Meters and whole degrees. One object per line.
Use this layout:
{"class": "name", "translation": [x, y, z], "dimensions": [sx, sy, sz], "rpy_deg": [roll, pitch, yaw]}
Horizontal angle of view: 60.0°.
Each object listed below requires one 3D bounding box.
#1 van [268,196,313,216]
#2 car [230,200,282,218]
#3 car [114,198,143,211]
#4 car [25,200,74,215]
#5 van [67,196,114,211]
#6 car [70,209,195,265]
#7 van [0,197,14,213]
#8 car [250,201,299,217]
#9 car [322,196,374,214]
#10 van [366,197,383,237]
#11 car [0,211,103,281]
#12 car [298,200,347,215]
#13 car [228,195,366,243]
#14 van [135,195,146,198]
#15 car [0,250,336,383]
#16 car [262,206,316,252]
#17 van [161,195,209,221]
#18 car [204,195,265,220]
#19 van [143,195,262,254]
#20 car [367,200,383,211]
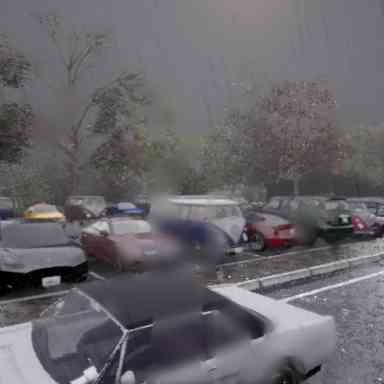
{"class": "van", "translation": [10.516, 1.482, 35.935], "dimensions": [1.878, 1.987, 4.442], "rpy_deg": [1, -1, -35]}
{"class": "car", "translation": [6.174, 1.630, 32.692], "dimensions": [2.097, 1.535, 5.008], "rpy_deg": [1, -1, -35]}
{"class": "car", "translation": [-5.096, 1.459, 24.676], "dimensions": [2.097, 1.535, 5.008], "rpy_deg": [0, 0, -35]}
{"class": "car", "translation": [-9.497, 1.466, 21.309], "dimensions": [1.946, 1.575, 5.366], "rpy_deg": [0, 0, -35]}
{"class": "van", "translation": [-7.282, 1.239, 22.970], "dimensions": [1.878, 1.987, 4.442], "rpy_deg": [0, 0, -35]}
{"class": "car", "translation": [-2.155, 1.511, 10.709], "dimensions": [2.002, 1.452, 4.674], "rpy_deg": [0, 0, -35]}
{"class": "van", "translation": [-11.930, 1.249, 19.946], "dimensions": [1.878, 1.987, 4.442], "rpy_deg": [0, 0, -35]}
{"class": "car", "translation": [8.429, 1.710, 34.302], "dimensions": [2.002, 1.452, 4.674], "rpy_deg": [1, -1, -35]}
{"class": "car", "translation": [19.728, 1.617, 42.318], "dimensions": [2.435, 2.045, 5.566], "rpy_deg": [1, -1, -35]}
{"class": "van", "translation": [6.945, 1.285, 17.045], "dimensions": [1.878, 1.987, 4.442], "rpy_deg": [1, -1, -35]}
{"class": "car", "translation": [-4.399, 1.505, 9.071], "dimensions": [2.163, 1.488, 4.792], "rpy_deg": [0, 0, -35]}
{"class": "car", "translation": [15.199, 1.789, 39.120], "dimensions": [2.097, 1.535, 5.008], "rpy_deg": [1, -1, -35]}
{"class": "car", "translation": [4.600, 1.219, 15.553], "dimensions": [2.435, 2.045, 5.566], "rpy_deg": [1, -1, -35]}
{"class": "van", "translation": [-2.891, 1.244, 26.098], "dimensions": [1.878, 1.987, 4.442], "rpy_deg": [0, 0, -35]}
{"class": "car", "translation": [-0.777, 1.603, 3.131], "dimensions": [4.718, 1.301, 1.895], "rpy_deg": [0, 0, -35]}
{"class": "car", "translation": [2.356, 1.490, 13.956], "dimensions": [2.163, 1.488, 4.792], "rpy_deg": [0, 0, -35]}
{"class": "van", "translation": [-0.662, 1.286, 27.972], "dimensions": [1.878, 1.987, 4.442], "rpy_deg": [1, -1, -35]}
{"class": "car", "translation": [3.833, 1.338, 30.996], "dimensions": [2.435, 2.045, 5.566], "rpy_deg": [1, -1, -35]}
{"class": "van", "translation": [0.175, 1.240, 12.222], "dimensions": [1.878, 1.987, 4.442], "rpy_deg": [0, 0, -35]}
{"class": "car", "translation": [28.729, 2.026, 48.771], "dimensions": [2.097, 1.535, 5.008], "rpy_deg": [1, -1, -35]}
